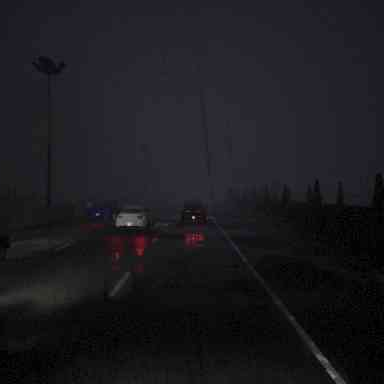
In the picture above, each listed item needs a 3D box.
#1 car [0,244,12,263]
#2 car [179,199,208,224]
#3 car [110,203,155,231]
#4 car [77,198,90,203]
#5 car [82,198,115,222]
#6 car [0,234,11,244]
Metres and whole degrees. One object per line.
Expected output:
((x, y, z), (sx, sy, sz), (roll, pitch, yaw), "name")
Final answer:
((-3.399, 1.492, 2.082), (2.128, 1.511, 4.902), (0, 0, 0), "car")
((0.110, 1.504, 25.177), (1.837, 1.490, 4.892), (0, 0, 0), "car")
((-3.392, 1.526, 20.343), (1.812, 1.442, 4.674), (0, 0, 0), "car")
((-14.012, 1.549, 44.638), (2.033, 1.411, 5.357), (0, 0, 1), "car")
((-6.890, 1.478, 26.757), (1.882, 1.535, 5.008), (0, 0, 0), "car")
((-6.897, 1.601, 8.868), (1.895, 1.301, 4.718), (0, 0, 0), "car")
